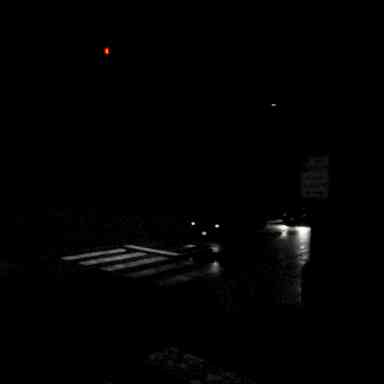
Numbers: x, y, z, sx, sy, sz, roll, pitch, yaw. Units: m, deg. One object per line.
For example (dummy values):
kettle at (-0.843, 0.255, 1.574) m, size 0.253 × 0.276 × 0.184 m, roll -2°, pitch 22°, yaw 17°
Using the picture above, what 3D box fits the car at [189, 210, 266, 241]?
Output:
car at (1.985, 1.647, 17.386) m, size 1.895 × 1.301 × 4.718 m, roll 1°, pitch 0°, yaw 40°

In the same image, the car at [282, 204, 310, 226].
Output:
car at (8.514, 1.646, 25.077) m, size 1.812 × 1.442 × 4.674 m, roll 1°, pitch 0°, yaw 40°
